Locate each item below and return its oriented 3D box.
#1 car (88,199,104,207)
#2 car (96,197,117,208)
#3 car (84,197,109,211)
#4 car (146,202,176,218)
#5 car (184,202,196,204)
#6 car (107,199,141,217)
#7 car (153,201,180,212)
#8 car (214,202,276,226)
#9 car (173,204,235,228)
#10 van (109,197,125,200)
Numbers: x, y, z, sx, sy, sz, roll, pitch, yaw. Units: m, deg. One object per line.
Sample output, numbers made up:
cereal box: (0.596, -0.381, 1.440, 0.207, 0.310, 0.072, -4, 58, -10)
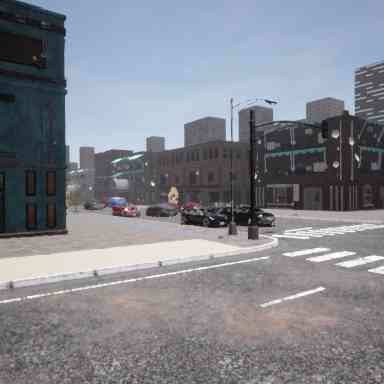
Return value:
car: (-19.651, 2.227, 67.949, 1.887, 1.381, 4.507, -1, 0, -36)
car: (-16.439, 1.939, 63.444, 2.192, 1.841, 5.009, -1, 0, -36)
car: (-15.120, 1.923, 51.787, 2.097, 1.767, 4.553, -1, 0, -35)
car: (-3.219, 1.907, 35.007, 1.994, 1.385, 4.181, -1, 0, -36)
car: (-0.345, 1.903, 40.926, 1.802, 1.307, 4.206, -2, 0, -36)
car: (-7.166, 1.846, 36.052, 1.967, 1.590, 4.097, -1, 0, -36)
car: (-3.562, 1.966, 45.429, 1.802, 1.307, 4.206, -2, 0, -36)
car: (4.026, 1.705, 24.803, 1.837, 1.490, 4.892, -1, 0, -34)
car: (0.804, 1.814, 24.690, 1.947, 1.339, 4.313, -2, 0, -36)
van: (-13.220, 1.907, 58.941, 1.690, 1.788, 3.998, -1, 0, -36)
